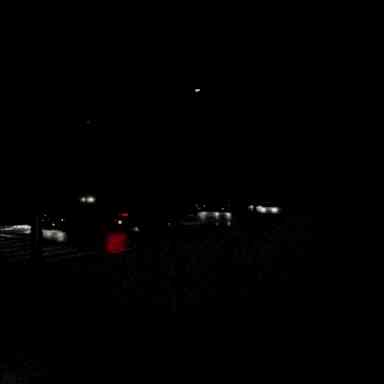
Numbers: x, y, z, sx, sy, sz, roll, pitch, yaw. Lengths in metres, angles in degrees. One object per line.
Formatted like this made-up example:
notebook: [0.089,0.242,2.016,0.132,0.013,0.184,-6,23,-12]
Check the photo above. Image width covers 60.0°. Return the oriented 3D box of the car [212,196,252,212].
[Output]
car: [4.536,1.462,36.982,1.895,1.301,4.718,0,0,36]

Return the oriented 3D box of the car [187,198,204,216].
car: [-1.146,1.467,28.968,1.994,1.385,4.181,0,0,35]

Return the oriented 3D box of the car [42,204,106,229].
car: [-6.480,1.489,21.414,2.033,1.411,5.357,0,0,35]

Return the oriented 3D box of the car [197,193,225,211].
car: [2.077,1.088,39.121,2.150,2.045,5.566,0,0,36]

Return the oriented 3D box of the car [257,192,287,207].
car: [11.743,1.029,47.069,2.150,2.045,5.566,0,0,35]

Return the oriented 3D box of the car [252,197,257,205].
car: [10.727,1.296,51.198,2.128,1.511,4.902,0,0,36]

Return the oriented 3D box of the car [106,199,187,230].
car: [-2.674,1.433,20.749,1.837,1.490,4.892,0,0,35]
